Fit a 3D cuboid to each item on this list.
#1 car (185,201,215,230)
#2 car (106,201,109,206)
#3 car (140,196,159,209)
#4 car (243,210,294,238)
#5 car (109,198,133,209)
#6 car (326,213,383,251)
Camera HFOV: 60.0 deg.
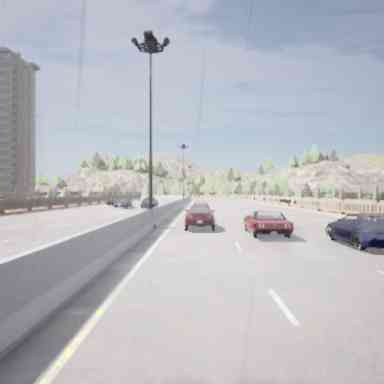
[{"bbox_3d":[0.515,1.557,21.410,1.812,1.442,4.674,0,0,2],"label":"car"},{"bbox_3d":[-12.725,1.677,55.125,1.895,1.301,4.718,0,0,2],"label":"car"},{"bbox_3d":[-5.977,1.417,46.831,2.097,1.767,4.553,0,0,2],"label":"car"},{"bbox_3d":[3.904,1.627,17.782,1.895,1.301,4.718,0,0,1],"label":"car"},{"bbox_3d":[-9.493,1.557,46.316,2.128,1.511,4.902,0,0,2],"label":"car"},{"bbox_3d":[7.321,1.586,14.171,1.994,1.385,4.181,0,0,1],"label":"car"}]
